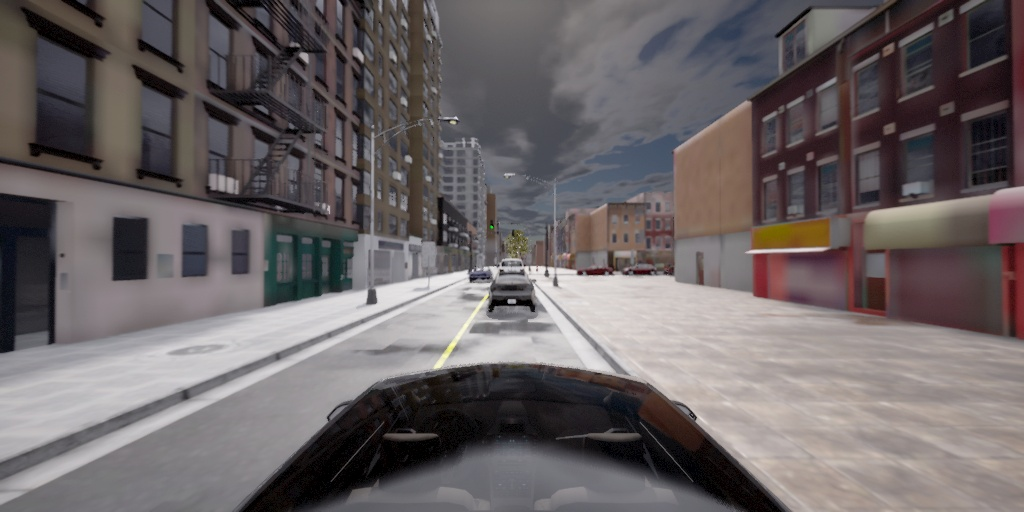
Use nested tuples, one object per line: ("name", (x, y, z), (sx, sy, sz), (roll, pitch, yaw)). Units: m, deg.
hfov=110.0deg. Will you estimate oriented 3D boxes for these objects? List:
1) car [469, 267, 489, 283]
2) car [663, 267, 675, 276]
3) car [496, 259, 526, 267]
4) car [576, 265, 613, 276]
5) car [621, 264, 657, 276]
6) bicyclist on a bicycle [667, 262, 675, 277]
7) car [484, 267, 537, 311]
("car", (-2.787, 1.690, 32.651), (1.895, 1.301, 4.718), (0, -1, 0))
("car", (21.267, 1.769, 44.854), (4.507, 1.381, 1.888), (0, 0, 0))
("car", (-0.010, 1.273, 29.408), (2.150, 2.045, 5.566), (0, 0, 0))
("car", (10.339, 1.780, 44.856), (4.507, 1.381, 1.888), (0, 0, 0))
("car", (15.802, 1.669, 44.857), (4.097, 1.591, 1.967), (0, 0, 0))
("bicyclist on a bicycle", (17.352, 1.470, 39.221), (0.582, 1.620, 1.656), (0, -1, 0))
("car", (0.013, 1.399, 15.342), (1.837, 1.490, 4.892), (0, 0, 0))
